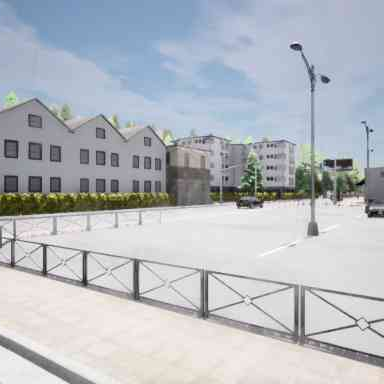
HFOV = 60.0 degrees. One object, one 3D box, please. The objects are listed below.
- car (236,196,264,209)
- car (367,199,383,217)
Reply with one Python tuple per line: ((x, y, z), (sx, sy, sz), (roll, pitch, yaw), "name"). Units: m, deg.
((7.373, 1.286, 41.946), (1.882, 1.535, 5.008), (0, 0, 35), "car")
((15.430, 1.298, 26.804), (2.007, 1.523, 4.514), (0, 0, 35), "car")
